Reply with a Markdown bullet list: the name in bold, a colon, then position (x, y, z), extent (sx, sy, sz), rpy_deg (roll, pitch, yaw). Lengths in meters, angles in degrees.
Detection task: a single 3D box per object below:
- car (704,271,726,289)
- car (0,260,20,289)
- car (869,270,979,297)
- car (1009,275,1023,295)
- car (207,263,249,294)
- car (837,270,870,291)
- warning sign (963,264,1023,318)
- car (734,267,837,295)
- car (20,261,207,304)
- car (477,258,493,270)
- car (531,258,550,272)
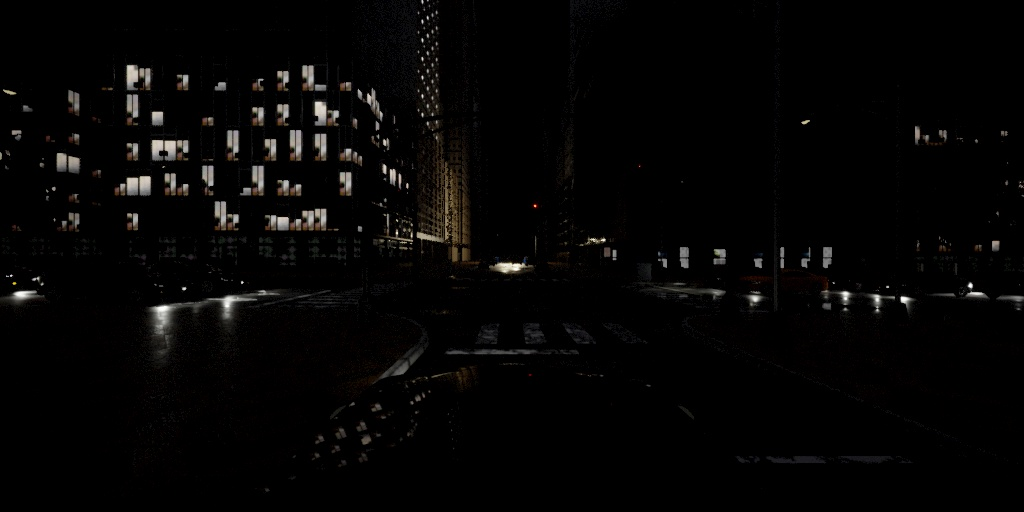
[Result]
- **car**: position (16.320, 1.546, 25.529), extent (5.008, 1.535, 1.882), rpy_deg (1, 0, -3)
- **car**: position (-24.565, 0.888, 16.879), extent (4.181, 1.385, 1.994), rpy_deg (1, 0, -3)
- **car**: position (26.129, 1.750, 22.743), extent (4.892, 1.490, 1.837), rpy_deg (1, 0, -3)
- **car**: position (35.915, 2.021, 23.201), extent (4.718, 1.301, 1.895), rpy_deg (1, 0, -3)
- **car**: position (-15.525, 0.995, 17.306), extent (4.892, 1.490, 1.837), rpy_deg (1, 0, -3)
- **car**: position (25.617, 1.740, 25.971), extent (4.892, 1.490, 1.837), rpy_deg (1, 0, -3)
- **warning sign**: position (17.261, 1.204, 12.860), extent (1.060, 1.860, 1.300), rpy_deg (0, 0, -3)
- **car**: position (16.729, 1.554, 22.295), extent (5.008, 1.535, 1.882), rpy_deg (1, 0, -3)
- **car**: position (-15.373, 0.998, 14.059), extent (4.892, 1.490, 1.837), rpy_deg (1, 0, -3)
- **car**: position (-4.087, 1.342, 52.129), extent (1.802, 1.307, 4.207), rpy_deg (0, 0, 0)
- **car**: position (3.873, 1.329, 46.646), extent (1.948, 1.339, 4.313), rpy_deg (0, 0, 0)
